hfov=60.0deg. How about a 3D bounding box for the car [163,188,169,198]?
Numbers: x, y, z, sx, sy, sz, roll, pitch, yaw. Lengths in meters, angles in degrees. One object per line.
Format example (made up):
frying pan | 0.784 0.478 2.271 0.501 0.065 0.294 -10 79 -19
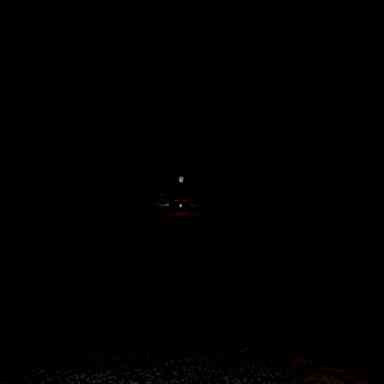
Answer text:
car | -2.793 0.083 43.705 1.895 1.301 4.718 1 4 -8

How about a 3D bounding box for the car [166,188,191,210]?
car | -1.168 0.772 30.204 1.837 1.490 4.892 0 3 -5
